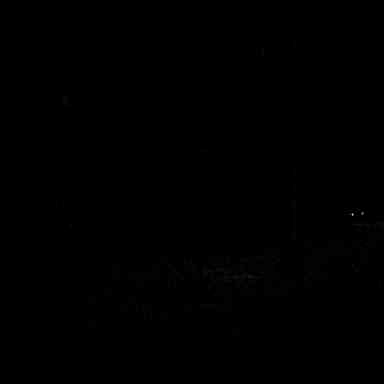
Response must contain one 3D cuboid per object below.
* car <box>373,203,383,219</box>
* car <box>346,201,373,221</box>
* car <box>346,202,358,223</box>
[{"bbox_3d":[15.885,1.577,29.030,1.947,1.339,4.313,0,0,-35],"label":"car"},{"bbox_3d":[10.885,1.206,26.595,2.150,2.045,5.566,0,0,-35],"label":"car"},{"bbox_3d":[9.347,1.537,24.374,1.947,1.339,4.313,0,0,-35],"label":"car"}]
